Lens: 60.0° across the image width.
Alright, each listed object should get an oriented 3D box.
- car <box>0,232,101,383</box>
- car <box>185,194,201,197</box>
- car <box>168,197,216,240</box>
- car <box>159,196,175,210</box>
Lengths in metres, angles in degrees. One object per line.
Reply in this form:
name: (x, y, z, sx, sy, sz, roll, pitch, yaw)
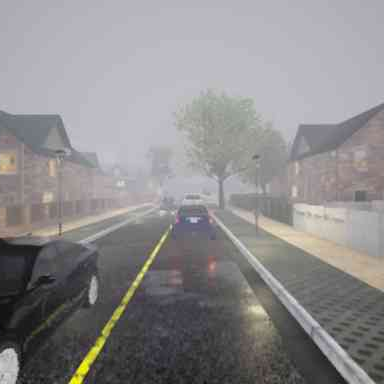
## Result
car: (-2.849, 1.477, 5.028, 1.882, 1.535, 5.008, 0, 0, 0)
car: (0.103, 1.201, 37.080, 2.150, 2.045, 5.566, 0, 0, 0)
car: (0.091, 1.344, 17.206, 2.097, 1.767, 4.553, 0, 0, 0)
car: (-2.830, 1.330, 41.234, 2.097, 1.767, 4.553, 0, 0, 0)
